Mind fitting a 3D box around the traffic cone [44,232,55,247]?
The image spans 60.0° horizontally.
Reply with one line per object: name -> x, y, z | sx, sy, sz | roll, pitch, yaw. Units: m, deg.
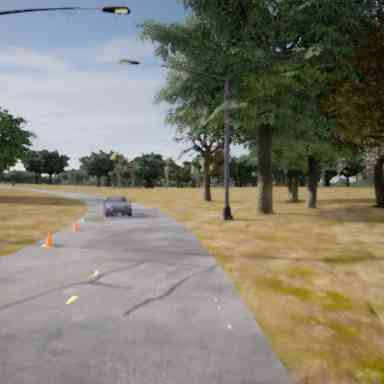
traffic cone -> -5.746, 1.888, 13.392 | 0.340, 0.580, 0.340 | 0, 1, -6

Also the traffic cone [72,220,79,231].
traffic cone -> -6.391, 1.835, 18.247 | 0.340, 0.580, 0.340 | 0, 1, -9

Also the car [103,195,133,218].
car -> -6.188, 1.090, 27.526 | 2.097, 1.767, 4.553 | 0, 1, -18
